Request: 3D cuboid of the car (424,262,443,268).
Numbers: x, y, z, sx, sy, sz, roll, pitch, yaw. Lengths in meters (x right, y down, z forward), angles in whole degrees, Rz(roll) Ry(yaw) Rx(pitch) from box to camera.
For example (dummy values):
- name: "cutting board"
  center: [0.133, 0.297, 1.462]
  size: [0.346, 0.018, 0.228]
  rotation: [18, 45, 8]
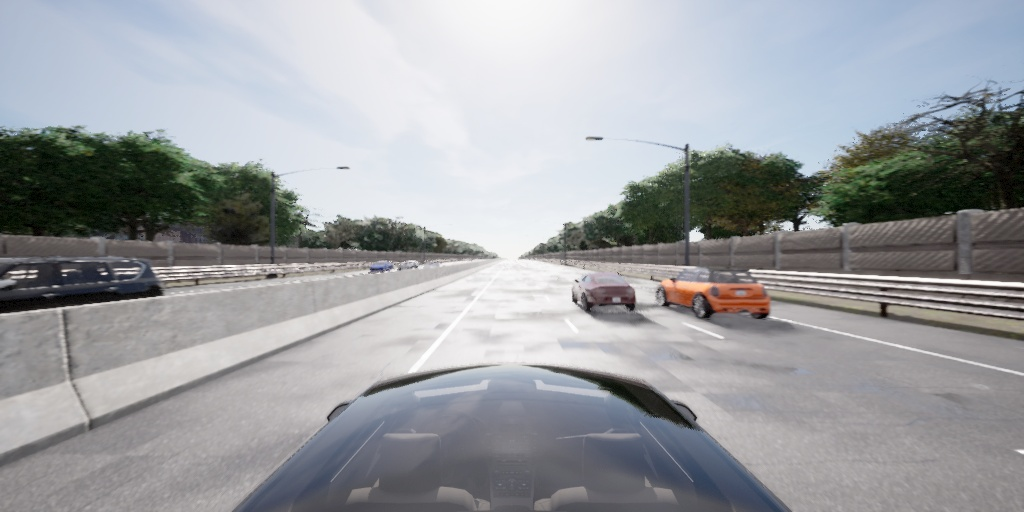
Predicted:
- name: "car"
  center: [-10.549, 1.547, 48.560]
  size: [2.033, 1.411, 5.357]
  rotation: [0, 0, 1]

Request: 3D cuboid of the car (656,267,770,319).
- name: "car"
  center: [7.102, 1.175, 13.245]
  size: [2.097, 1.767, 4.553]
  rotation: [0, 0, 0]

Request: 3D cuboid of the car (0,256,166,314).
- name: "car"
  center: [-10.597, 1.008, 7.540]
  size: [2.150, 2.045, 5.566]
  rotation: [0, 0, 0]

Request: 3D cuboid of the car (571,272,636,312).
- name: "car"
  center: [3.601, 1.358, 14.644]
  size: [1.812, 1.442, 4.674]
  rotation: [0, 0, 0]

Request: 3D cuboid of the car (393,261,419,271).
- name: "car"
  center: [-14.043, 1.491, 49.047]
  size: [2.128, 1.511, 4.902]
  rotation: [0, 0, 1]

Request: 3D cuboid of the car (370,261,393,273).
- name: "car"
  center: [-17.553, 1.476, 48.528]
  size: [1.882, 1.535, 5.008]
  rotation: [0, 0, 0]
